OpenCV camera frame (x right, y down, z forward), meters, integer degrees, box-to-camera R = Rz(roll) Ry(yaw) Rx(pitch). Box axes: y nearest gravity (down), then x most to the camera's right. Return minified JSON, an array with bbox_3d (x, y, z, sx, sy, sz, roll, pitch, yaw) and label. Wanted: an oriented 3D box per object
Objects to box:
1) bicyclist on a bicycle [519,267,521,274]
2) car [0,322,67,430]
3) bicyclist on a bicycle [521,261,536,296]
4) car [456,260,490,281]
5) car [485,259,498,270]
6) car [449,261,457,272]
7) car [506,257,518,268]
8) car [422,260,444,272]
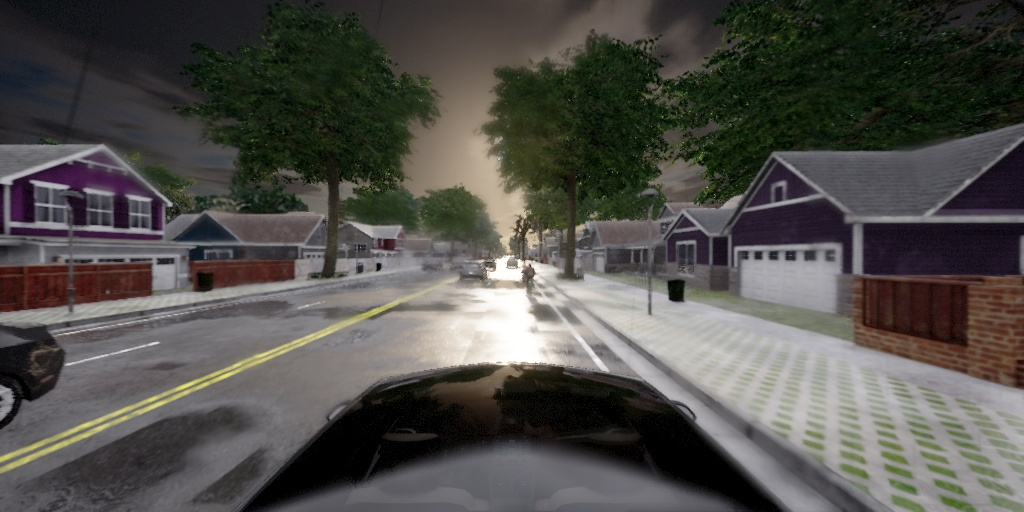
[{"bbox_3d":[0.896,1.158,26.068,0.866,1.612,1.509,0,0,0],"label":"bicyclist on a bicycle"},{"bbox_3d":[-6.601,1.254,2.448,1.837,1.490,4.892,0,0,0],"label":"car"},{"bbox_3d":[0.890,1.184,17.311,0.582,1.620,1.656,0,0,0],"label":"bicyclist on a bicycle"},{"bbox_3d":[-3.157,1.280,29.890,1.994,1.385,4.181,0,0,0],"label":"car"},{"bbox_3d":[-3.162,1.196,51.278,1.837,1.490,4.892,0,0,0],"label":"car"},{"bbox_3d":[-6.587,1.262,45.074,1.994,1.385,4.181,0,0,0],"label":"car"},{"bbox_3d":[0.042,1.176,59.283,2.128,1.511,4.902,0,0,0],"label":"car"},{"bbox_3d":[-9.837,1.246,44.964,2.033,1.411,5.357,0,0,0],"label":"car"}]
